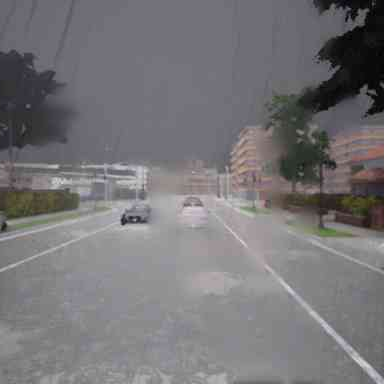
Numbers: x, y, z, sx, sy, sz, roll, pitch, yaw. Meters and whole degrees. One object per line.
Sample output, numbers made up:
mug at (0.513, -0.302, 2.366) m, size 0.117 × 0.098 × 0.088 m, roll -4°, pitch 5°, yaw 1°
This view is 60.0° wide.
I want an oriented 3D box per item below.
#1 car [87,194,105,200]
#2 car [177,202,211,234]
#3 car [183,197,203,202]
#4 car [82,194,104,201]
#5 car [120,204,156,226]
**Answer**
car at (-24.030, 1.359, 83.311) m, size 3.806 × 1.475 × 1.970 m, roll 0°, pitch 0°, yaw 1°
car at (0.108, 1.505, 18.781) m, size 1.812 × 1.442 × 4.674 m, roll 0°, pitch 0°, yaw 0°
car at (0.100, 1.312, 34.871) m, size 2.097 × 1.767 × 4.553 m, roll 0°, pitch 0°, yaw 0°
car at (-23.313, 1.205, 77.560) m, size 4.611 × 1.667 × 2.242 m, roll 0°, pitch 0°, yaw 1°
car at (-3.582, 1.538, 22.788) m, size 1.994 × 1.385 × 4.181 m, roll 0°, pitch 0°, yaw 0°
